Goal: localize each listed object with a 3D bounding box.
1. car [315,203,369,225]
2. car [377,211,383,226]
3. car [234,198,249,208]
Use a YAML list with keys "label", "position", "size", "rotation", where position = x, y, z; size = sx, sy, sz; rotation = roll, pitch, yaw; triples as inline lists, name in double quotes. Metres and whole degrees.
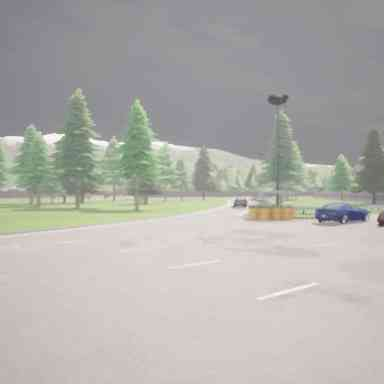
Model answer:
- label: "car"
  position: [11.203, 1.530, 24.634]
  size: [5.008, 1.535, 1.882]
  rotation: [0, 0, -35]
- label: "car"
  position: [14.492, 1.619, 22.680]
  size: [4.181, 1.385, 1.994]
  rotation: [0, 0, -35]
- label: "car"
  position: [7.376, 1.570, 49.987]
  size: [2.128, 1.511, 4.902]
  rotation: [0, 0, 13]
